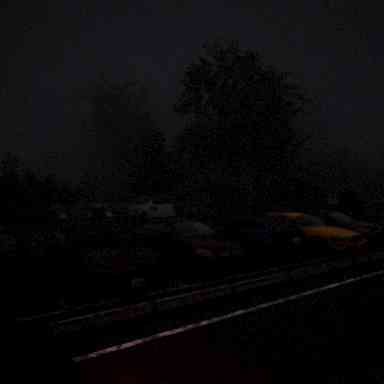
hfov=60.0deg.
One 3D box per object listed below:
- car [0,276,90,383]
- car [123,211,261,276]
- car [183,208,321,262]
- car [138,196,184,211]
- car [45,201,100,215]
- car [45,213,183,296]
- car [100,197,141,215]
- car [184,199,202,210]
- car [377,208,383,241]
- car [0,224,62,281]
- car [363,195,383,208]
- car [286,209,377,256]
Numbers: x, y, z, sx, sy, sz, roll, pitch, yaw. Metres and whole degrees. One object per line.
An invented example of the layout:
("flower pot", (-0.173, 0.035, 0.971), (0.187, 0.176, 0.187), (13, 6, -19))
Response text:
("car", (-2.946, 1.601, 1.583), (4.718, 1.301, 1.895), (0, 0, -36))
("car", (-0.284, 1.571, 10.822), (2.002, 1.452, 4.674), (0, 0, -35))
("car", (1.972, 1.562, 12.453), (2.163, 1.488, 4.792), (0, 0, -35))
("car", (-3.318, 1.281, 24.736), (2.435, 2.045, 5.566), (0, 0, -35))
("car", (-7.966, 1.404, 21.445), (2.185, 1.767, 4.553), (0, 0, -35))
("car", (-2.536, 1.559, 9.187), (2.163, 1.488, 4.792), (0, 0, -35))
("car", (-5.693, 1.406, 23.055), (2.185, 1.767, 4.553), (0, 0, -35))
("car", (-1.010, 1.408, 26.298), (2.185, 1.767, 4.553), (0, 0, -35))
("car", (6.406, 1.575, 15.579), (2.002, 1.452, 4.674), (0, -1, -35))
("car", (-4.820, 1.530, 7.596), (2.231, 1.521, 4.892), (0, 0, -35))
("car", (22.706, 1.214, 42.706), (2.185, 1.767, 4.553), (0, 0, -35))
("car", (4.367, 1.531, 13.887), (1.946, 1.575, 5.366), (0, 0, -35))
